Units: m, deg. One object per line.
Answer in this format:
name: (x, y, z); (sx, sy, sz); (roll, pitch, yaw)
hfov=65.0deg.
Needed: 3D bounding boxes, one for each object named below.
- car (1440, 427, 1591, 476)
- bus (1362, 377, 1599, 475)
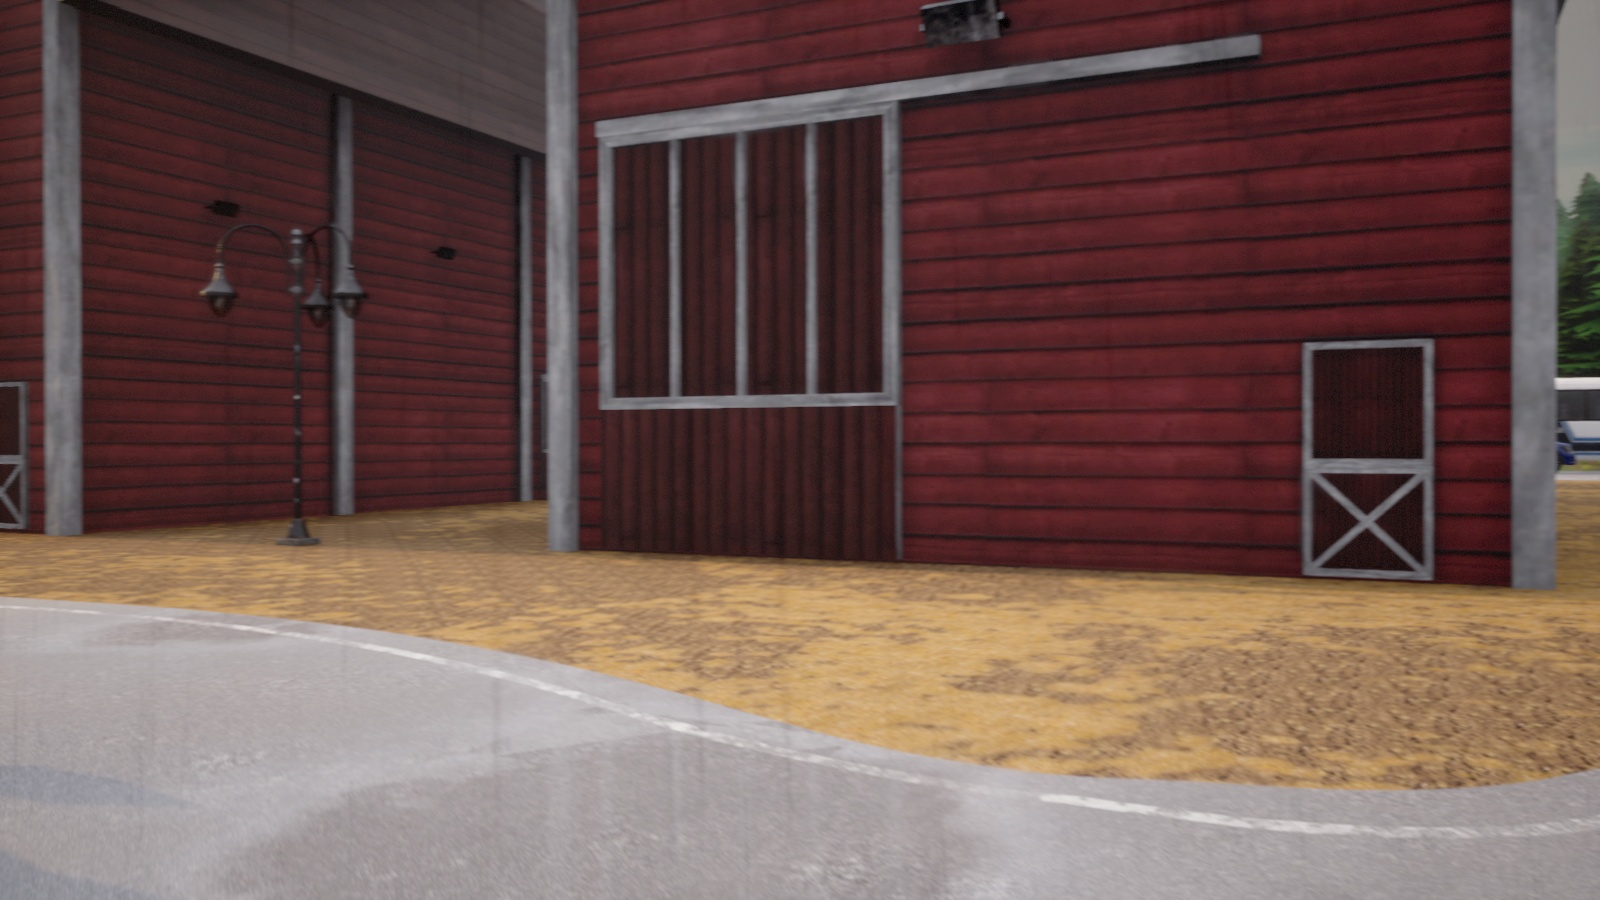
car: (30.916, 0.039, 54.517); (5.566, 2.045, 2.150); (0, 0, 26)
bus: (31.670, -1.075, 58.038); (10.273, 4.253, 3.944); (0, 0, 26)
